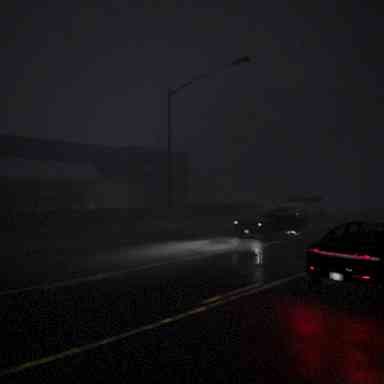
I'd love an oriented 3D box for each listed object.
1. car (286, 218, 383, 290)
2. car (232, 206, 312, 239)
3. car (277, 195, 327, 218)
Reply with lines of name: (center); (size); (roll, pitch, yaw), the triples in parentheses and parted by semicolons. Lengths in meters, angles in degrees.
car: (4.711, 1.502, 8.432); (4.902, 1.511, 2.128); (0, 0, -43)
car: (4.281, 1.629, 17.887); (4.718, 1.301, 1.895); (0, 0, -44)
car: (9.062, 1.264, 27.339); (5.566, 2.045, 2.150); (1, -1, -44)
